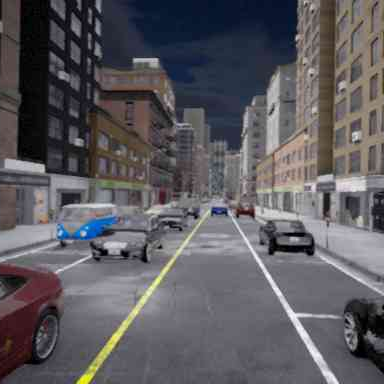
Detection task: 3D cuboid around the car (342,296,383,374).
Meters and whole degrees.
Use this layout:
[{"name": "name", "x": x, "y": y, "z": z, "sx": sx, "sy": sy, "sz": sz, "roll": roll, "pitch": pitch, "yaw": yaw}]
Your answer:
[{"name": "car", "x": 3.028, "y": 1.664, "z": 3.294, "sx": 1.947, "sy": 1.339, "sz": 4.313, "roll": 1, "pitch": -1, "yaw": 5}]

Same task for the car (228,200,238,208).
[{"name": "car", "x": 8.450, "y": 2.496, "z": 69.028, "sx": 1.967, "sy": 1.590, "sz": 4.097, "roll": 0, "pitch": -1, "yaw": 5}]

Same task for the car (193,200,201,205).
[{"name": "car", "x": 1.309, "y": 2.729, "z": 86.161, "sx": 1.947, "sy": 1.339, "sz": 4.313, "roll": 0, "pitch": -1, "yaw": 5}]

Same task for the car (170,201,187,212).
[{"name": "car", "x": -1.866, "y": 2.070, "z": 47.649, "sx": 1.752, "sy": 1.417, "sz": 4.829, "roll": 1, "pitch": -1, "yaw": 5}]

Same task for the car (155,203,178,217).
[{"name": "car", "x": -2.756, "y": 1.966, "z": 36.863, "sx": 1.802, "sy": 1.307, "sz": 4.206, "roll": 1, "pitch": -1, "yaw": 5}]

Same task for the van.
[{"name": "van", "x": -4.560, "y": 1.419, "z": 14.956, "sx": 1.690, "sy": 1.788, "sz": 3.998, "roll": 1, "pitch": -1, "yaw": 5}]

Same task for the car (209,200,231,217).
[{"name": "car", "x": 3.131, "y": 1.997, "z": 37.979, "sx": 1.882, "sy": 1.535, "sz": 5.008, "roll": 1, "pitch": -1, "yaw": 5}]

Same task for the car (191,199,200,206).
[{"name": "car", "x": 0.859, "y": 2.511, "z": 80.686, "sx": 1.967, "sy": 1.590, "sz": 4.097, "roll": 0, "pitch": -1, "yaw": 5}]

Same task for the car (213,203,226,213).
[{"name": "car", "x": 4.067, "y": 2.291, "z": 49.341, "sx": 1.895, "sy": 1.301, "sz": 4.718, "roll": 1, "pitch": -1, "yaw": 5}]

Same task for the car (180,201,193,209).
[{"name": "car", "x": -0.949, "y": 2.262, "z": 58.774, "sx": 1.887, "sy": 1.381, "sz": 4.507, "roll": 1, "pitch": -1, "yaw": 5}]

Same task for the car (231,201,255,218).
[{"name": "car", "x": 5.742, "y": 1.864, "z": 36.164, "sx": 2.192, "sy": 1.841, "sz": 5.009, "roll": 1, "pitch": -1, "yaw": 5}]

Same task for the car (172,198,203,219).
[{"name": "car", "x": -0.374, "y": 1.613, "z": 33.647, "sx": 2.150, "sy": 2.045, "sz": 5.566, "roll": 1, "pitch": -1, "yaw": 5}]

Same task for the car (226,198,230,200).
[{"name": "car", "x": 7.999, "y": 2.409, "z": 63.550, "sx": 1.967, "sy": 1.590, "sz": 4.097, "roll": 1, "pitch": -1, "yaw": 5}]

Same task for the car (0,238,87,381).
[{"name": "car", "x": -2.944, "y": 1.502, "z": 3.250, "sx": 1.812, "sy": 1.442, "sz": 4.674, "roll": 1, "pitch": -1, "yaw": 6}]

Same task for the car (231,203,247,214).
[{"name": "car", "x": 6.642, "y": 2.263, "z": 47.116, "sx": 2.008, "sy": 1.369, "sz": 4.403, "roll": 1, "pitch": -1, "yaw": 5}]

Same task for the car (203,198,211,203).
[{"name": "car", "x": 3.353, "y": 2.310, "z": 78.313, "sx": 2.033, "sy": 1.411, "sz": 5.357, "roll": 1, "pitch": -1, "yaw": 5}]

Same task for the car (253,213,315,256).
[{"name": "car", "x": 3.932, "y": 1.809, "z": 14.250, "sx": 1.947, "sy": 1.339, "sz": 4.313, "roll": 1, "pitch": -1, "yaw": 5}]

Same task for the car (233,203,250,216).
[{"name": "car", "x": 6.205, "y": 2.158, "z": 41.809, "sx": 1.752, "sy": 1.417, "sz": 4.829, "roll": 1, "pitch": -1, "yaw": 5}]

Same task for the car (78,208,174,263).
[{"name": "car", "x": -2.176, "y": 1.591, "z": 12.573, "sx": 2.128, "sy": 1.511, "sz": 4.902, "roll": 1, "pitch": -1, "yaw": 4}]

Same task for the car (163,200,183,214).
[{"name": "car", "x": -2.303, "y": 1.905, "z": 42.343, "sx": 1.967, "sy": 1.590, "sz": 4.097, "roll": 1, "pitch": -1, "yaw": 5}]

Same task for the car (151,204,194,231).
[{"name": "car", "x": -1.313, "y": 1.787, "z": 22.968, "sx": 2.033, "sy": 1.411, "sz": 5.357, "roll": 1, "pitch": -1, "yaw": 5}]

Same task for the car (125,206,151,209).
[{"name": "car", "x": -4.109, "y": 1.592, "z": 20.432, "sx": 1.967, "sy": 1.590, "sz": 4.097, "roll": 1, "pitch": -1, "yaw": 5}]

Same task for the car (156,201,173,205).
[{"name": "car", "x": -3.221, "y": 1.827, "z": 31.216, "sx": 1.752, "sy": 1.417, "sz": 4.829, "roll": 1, "pitch": -1, "yaw": 5}]
